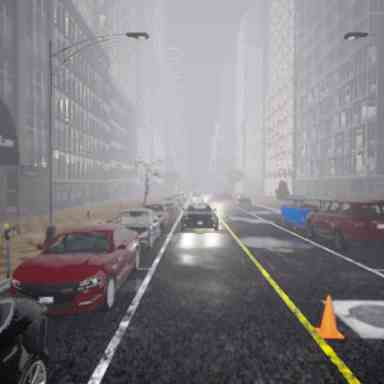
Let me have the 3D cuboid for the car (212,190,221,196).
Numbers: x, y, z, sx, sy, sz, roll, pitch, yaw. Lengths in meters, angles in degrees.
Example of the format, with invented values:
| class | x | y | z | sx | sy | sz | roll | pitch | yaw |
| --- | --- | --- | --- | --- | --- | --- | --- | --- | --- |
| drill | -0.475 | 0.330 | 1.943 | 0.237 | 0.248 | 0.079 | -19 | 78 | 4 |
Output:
| class | x | y | z | sx | sy | sz | roll | pitch | yaw |
| --- | --- | --- | --- | --- | --- | --- | --- | --- | --- |
| car | 6.802 | 0.200 | 92.684 | 1.967 | 1.590 | 4.097 | 0 | 1 | 0 |

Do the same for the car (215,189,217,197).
| class | x | y | z | sx | sy | sz | roll | pitch | yaw |
| --- | --- | --- | --- | --- | --- | --- | --- | --- | --- |
| car | 6.612 | 0.388 | 69.951 | 2.192 | 1.841 | 5.009 | 0 | 1 | 0 |

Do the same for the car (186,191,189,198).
| class | x | y | z | sx | sy | sz | roll | pitch | yaw |
| --- | --- | --- | --- | --- | --- | --- | --- | --- | --- |
| car | -1.909 | 0.849 | 52.974 | 1.802 | 1.307 | 4.206 | 0 | 1 | 0 |

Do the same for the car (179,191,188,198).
| class | x | y | z | sx | sy | sz | roll | pitch | yaw |
| --- | --- | --- | --- | --- | --- | --- | --- | --- | --- |
| car | -1.768 | 0.562 | 69.853 | 1.752 | 1.417 | 4.829 | 0 | 1 | 0 |

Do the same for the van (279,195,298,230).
| class | x | y | z | sx | sy | sz | roll | pitch | yaw |
| --- | --- | --- | --- | --- | --- | --- | --- | --- | --- |
| van | 6.186 | 1.111 | 18.805 | 1.690 | 1.788 | 3.998 | 0 | 1 | 0 |

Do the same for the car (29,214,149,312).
| class | x | y | z | sx | sy | sz | roll | pitch | yaw |
| --- | --- | --- | --- | --- | --- | --- | --- | --- | --- |
| car | -2.288 | 1.430 | 7.511 | 1.887 | 1.381 | 4.507 | 0 | 1 | 0 |

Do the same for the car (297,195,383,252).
| class | x | y | z | sx | sy | sz | roll | pitch | yaw |
| --- | --- | --- | --- | --- | --- | --- | --- | --- | --- |
| car | 6.138 | 1.162 | 13.121 | 2.192 | 1.841 | 5.009 | 0 | 1 | 0 |

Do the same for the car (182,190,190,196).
| class | x | y | z | sx | sy | sz | roll | pitch | yaw |
| --- | --- | --- | --- | --- | --- | --- | --- | --- | --- |
| car | -1.577 | 0.272 | 92.755 | 2.008 | 1.369 | 4.403 | 0 | 1 | 0 |

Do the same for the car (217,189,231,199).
| class | x | y | z | sx | sy | sz | roll | pitch | yaw |
| --- | --- | --- | --- | --- | --- | --- | --- | --- | --- |
| car | 6.565 | 0.466 | 64.268 | 2.192 | 1.841 | 5.009 | 0 | 1 | 0 |

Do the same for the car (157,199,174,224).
| class | x | y | z | sx | sy | sz | roll | pitch | yaw |
| --- | --- | --- | --- | --- | --- | --- | --- | --- | --- |
| car | -2.193 | 1.313 | 18.877 | 1.802 | 1.307 | 4.206 | 0 | 1 | 0 |

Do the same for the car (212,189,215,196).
| class | x | y | z | sx | sy | sz | roll | pitch | yaw |
| --- | --- | --- | --- | --- | --- | --- | --- | --- | --- |
| car | 6.708 | 0.357 | 81.318 | 1.967 | 1.590 | 4.097 | 0 | 1 | 0 |

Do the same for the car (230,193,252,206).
| class | x | y | z | sx | sy | sz | roll | pitch | yaw |
| --- | --- | --- | --- | --- | --- | --- | --- | --- | --- |
| car | 6.377 | 1.011 | 41.539 | 2.008 | 1.369 | 4.403 | 0 | 1 | 0 |

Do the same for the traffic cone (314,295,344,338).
| class | x | y | z | sx | sy | sz | roll | pitch | yaw |
| --- | --- | --- | --- | --- | --- | --- | --- | --- | --- |
| traffic cone | 2.114 | 1.893 | 5.143 | 0.340 | 0.580 | 0.340 | 0 | 1 | 0 |

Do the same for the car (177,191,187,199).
| class | x | y | z | sx | sy | sz | roll | pitch | yaw |
| --- | --- | --- | --- | --- | --- | --- | --- | --- | --- |
| car | -2.004 | 0.973 | 41.608 | 2.008 | 1.369 | 4.403 | 0 | 1 | 0 |

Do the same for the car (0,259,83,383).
| class | x | y | z | sx | sy | sz | roll | pitch | yaw |
| --- | --- | --- | --- | --- | --- | --- | --- | --- | --- |
| car | -2.335 | 1.529 | 1.828 | 1.947 | 1.339 | 4.313 | 0 | 1 | 0 |

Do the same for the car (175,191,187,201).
| class | x | y | z | sx | sy | sz | roll | pitch | yaw |
| --- | --- | --- | --- | --- | --- | --- | --- | --- | --- |
| car | -1.862 | 0.630 | 58.655 | 1.967 | 1.590 | 4.097 | 0 | 1 | 0 |

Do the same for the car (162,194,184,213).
| class | x | y | z | sx | sy | sz | roll | pitch | yaw |
| --- | --- | --- | --- | --- | --- | --- | --- | --- | --- |
| car | -2.099 | 1.128 | 30.243 | 2.008 | 1.369 | 4.403 | 0 | 1 | 0 |

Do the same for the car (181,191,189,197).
| class | x | y | z | sx | sy | sz | roll | pitch | yaw |
| --- | --- | --- | --- | --- | --- | --- | --- | --- | --- |
| car | -1.672 | 0.444 | 81.389 | 1.947 | 1.339 | 4.313 | 0 | 1 | 0 |

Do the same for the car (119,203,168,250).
| class | x | y | z | sx | sy | sz | roll | pitch | yaw |
| --- | --- | --- | --- | --- | --- | --- | --- | --- | --- |
| car | -2.241 | 1.359 | 13.194 | 2.008 | 1.369 | 4.403 | 0 | 1 | 0 |

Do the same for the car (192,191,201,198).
| class | x | y | z | sx | sy | sz | roll | pitch | yaw |
| --- | --- | --- | --- | --- | --- | --- | --- | --- | --- |
| car | 0.943 | 0.576 | 71.313 | 2.033 | 1.411 | 5.357 | 0 | 1 | 1 |

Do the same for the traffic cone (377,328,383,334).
| class | x | y | z | sx | sy | sz | roll | pitch | yaw |
| --- | --- | --- | --- | --- | --- | --- | --- | --- | --- |
| traffic cone | 3.114 | 1.898 | 5.135 | 0.340 | 0.580 | 0.340 | 0 | 1 | 0 |

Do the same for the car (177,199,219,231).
| class | x | y | z | sx | sy | sz | roll | pitch | yaw |
| --- | --- | --- | --- | --- | --- | --- | --- | --- | --- |
| car | 0.403 | 1.312 | 18.467 | 1.994 | 1.385 | 4.181 | 0 | 1 | 1 |
